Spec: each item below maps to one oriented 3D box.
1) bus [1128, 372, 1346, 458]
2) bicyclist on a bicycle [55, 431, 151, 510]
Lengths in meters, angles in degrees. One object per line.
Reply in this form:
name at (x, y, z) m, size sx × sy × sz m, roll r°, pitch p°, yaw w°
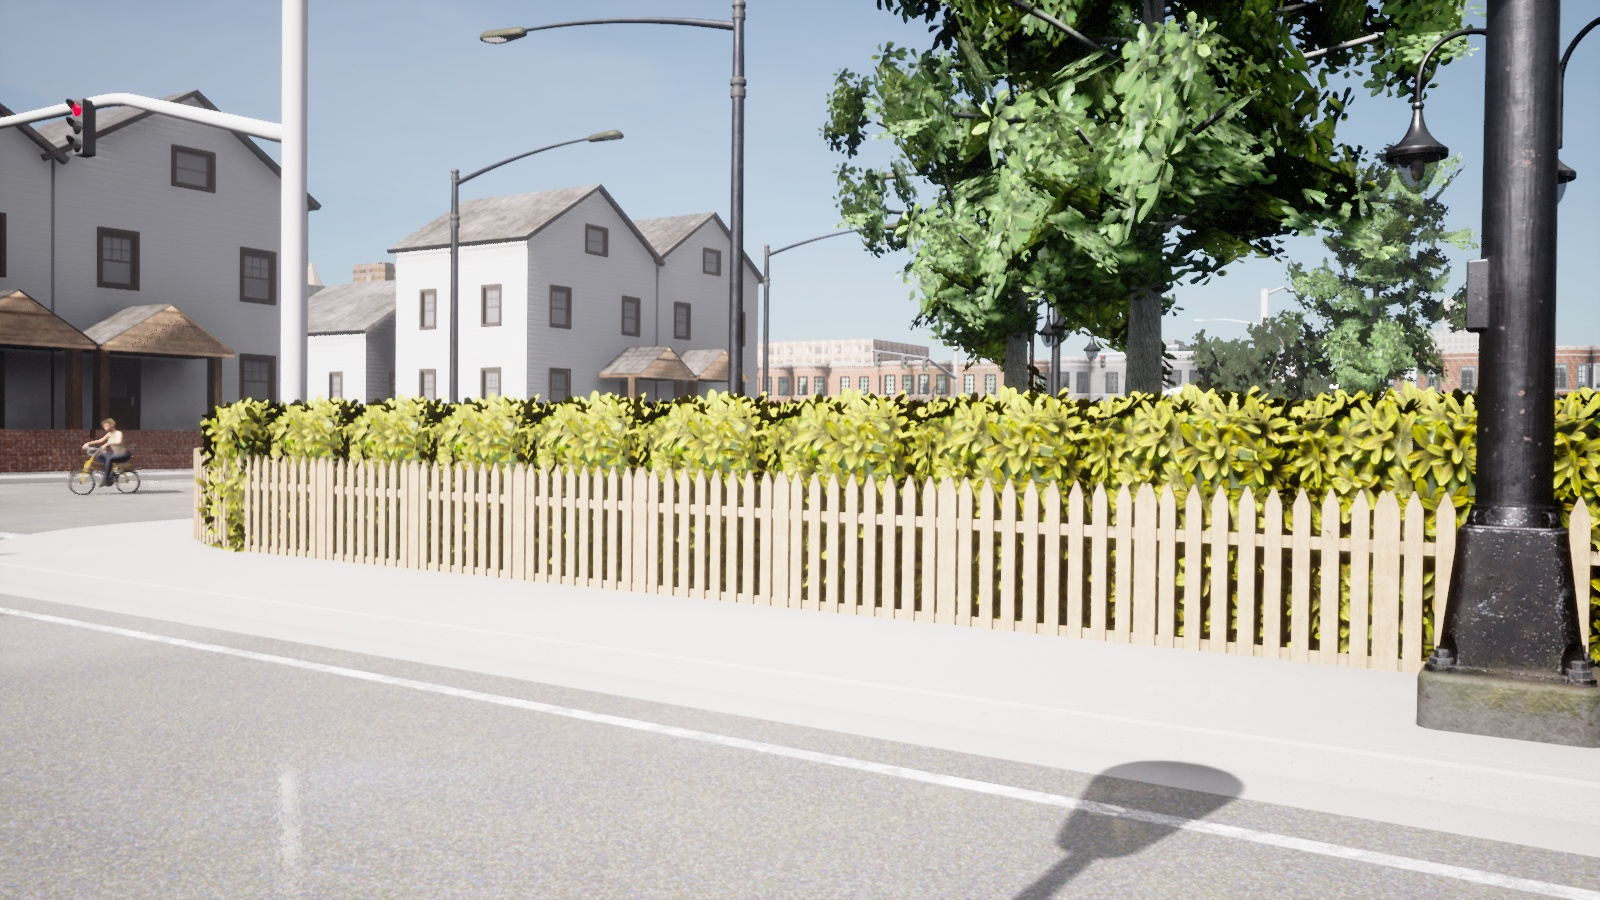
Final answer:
bus at (23.149, -1.785, 66.753) m, size 10.273 × 4.253 × 3.944 m, roll 0°, pitch 1°, yaw 33°
bicyclist on a bicycle at (-14.675, 0.410, 26.465) m, size 0.866 × 1.612 × 1.509 m, roll 0°, pitch 1°, yaw 33°
